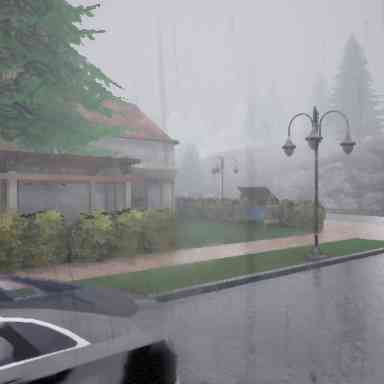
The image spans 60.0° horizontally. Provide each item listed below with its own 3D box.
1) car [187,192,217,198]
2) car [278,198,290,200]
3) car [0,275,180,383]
[{"bbox_3d":[1.454,1.063,38.862,2.150,2.045,5.566,0,0,-36],"label":"car"},{"bbox_3d":[8.168,1.345,29.441,1.837,1.490,4.892,0,0,-35],"label":"car"},{"bbox_3d":[-2.404,1.491,2.283,4.902,1.511,2.128,0,0,-35],"label":"car"}]
